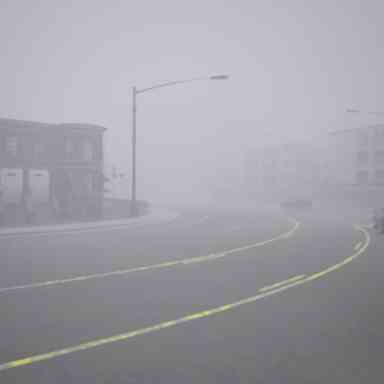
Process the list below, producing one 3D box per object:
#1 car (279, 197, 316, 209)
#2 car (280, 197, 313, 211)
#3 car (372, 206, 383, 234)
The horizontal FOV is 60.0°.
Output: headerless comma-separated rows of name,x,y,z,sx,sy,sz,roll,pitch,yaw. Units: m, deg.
car,14.064,1.410,44.661,2.128,1.511,4.902,0,0,-22
car,12.280,1.418,39.512,2.128,1.511,4.902,0,0,-15
car,11.455,1.498,18.705,1.837,1.490,4.892,1,1,22
